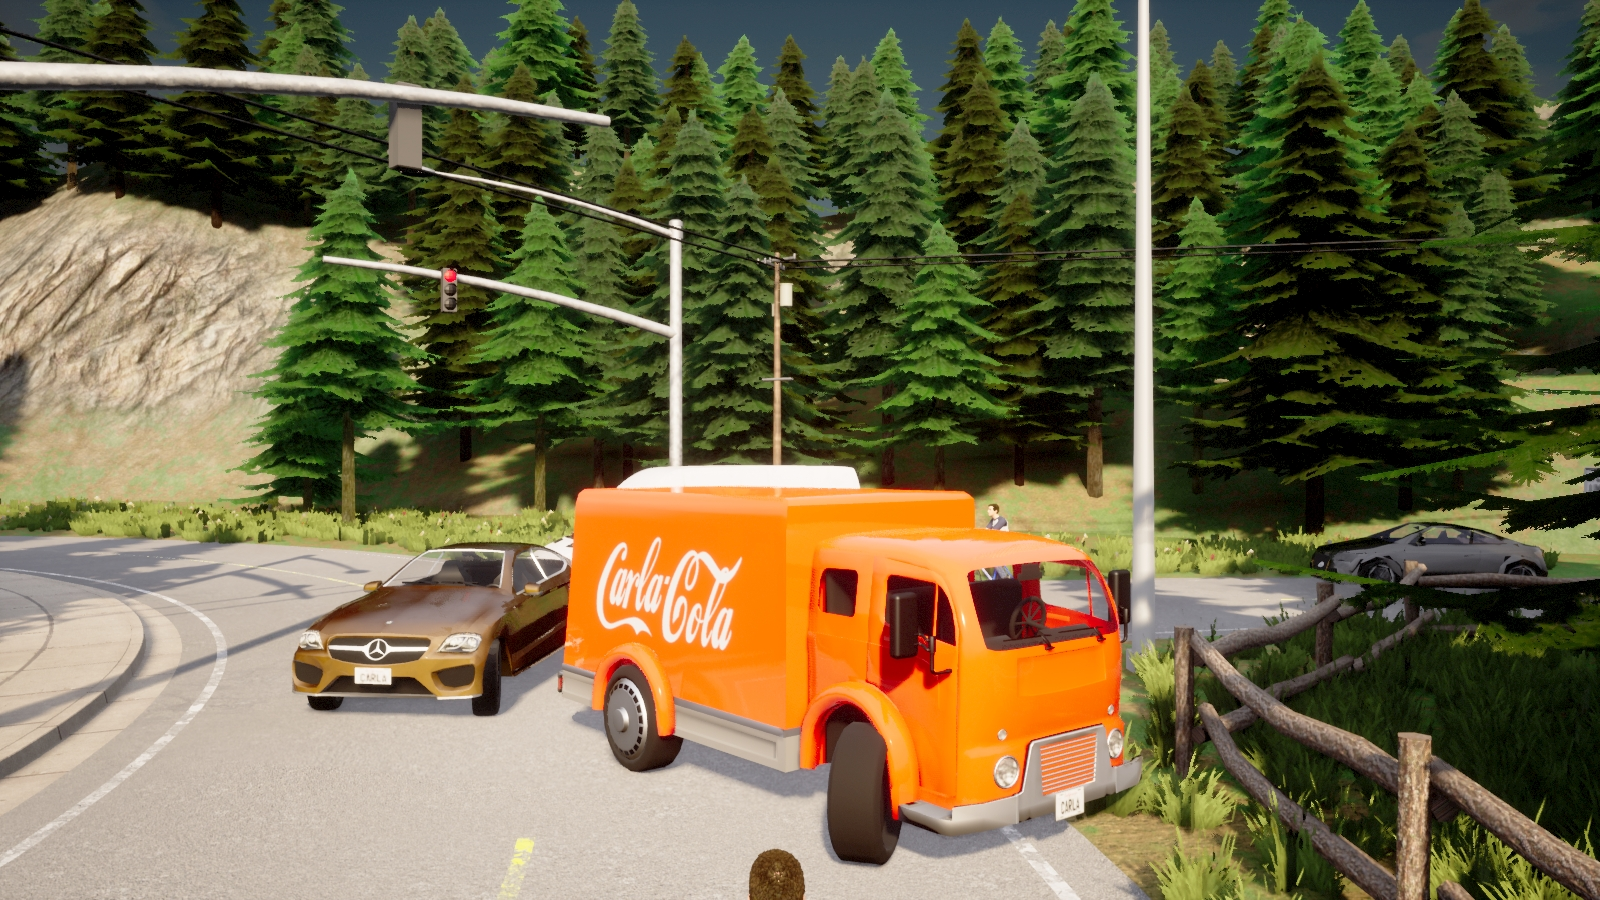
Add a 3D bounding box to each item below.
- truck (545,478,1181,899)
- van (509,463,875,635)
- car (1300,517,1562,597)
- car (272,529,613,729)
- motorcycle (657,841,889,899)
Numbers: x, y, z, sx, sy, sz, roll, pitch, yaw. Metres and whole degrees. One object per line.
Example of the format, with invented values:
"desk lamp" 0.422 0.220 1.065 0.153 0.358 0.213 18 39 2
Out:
"truck" 0.202 1.542 9.769 2.627 2.467 5.204 0 0 -39
"van" -1.776 1.528 19.549 5.915 2.561 1.988 0 0 -27
"car" 12.589 2.119 23.051 4.181 1.385 1.994 0 0 6
"car" -4.038 1.970 14.038 2.152 1.651 5.027 0 0 6
"motorcycle" -0.074 2.159 3.526 0.803 1.199 2.033 0 0 -2
